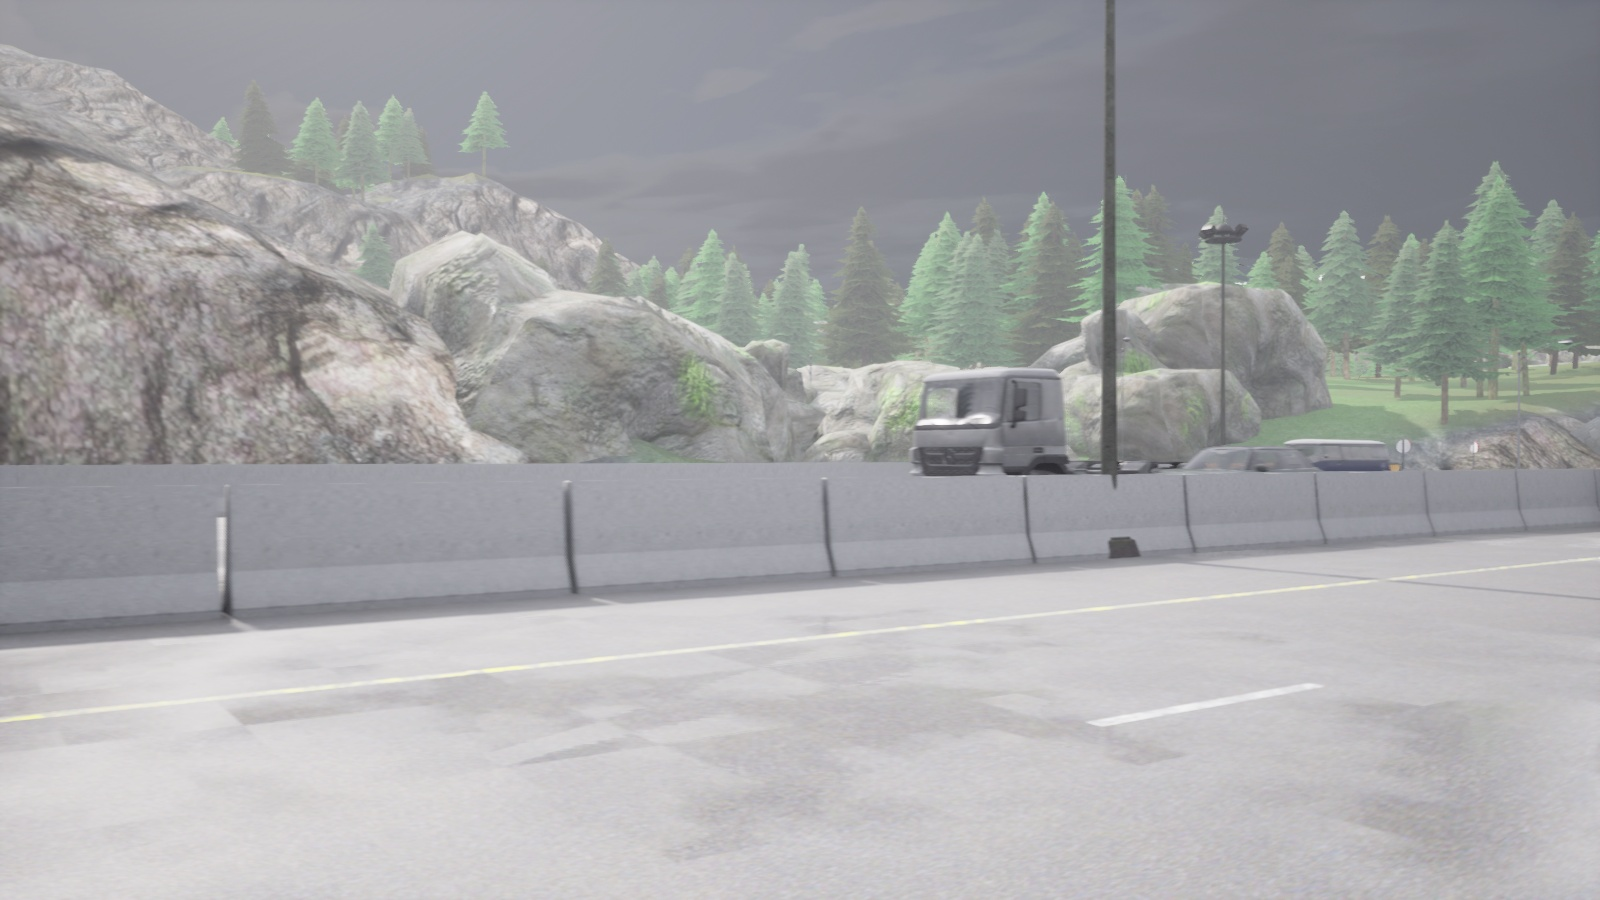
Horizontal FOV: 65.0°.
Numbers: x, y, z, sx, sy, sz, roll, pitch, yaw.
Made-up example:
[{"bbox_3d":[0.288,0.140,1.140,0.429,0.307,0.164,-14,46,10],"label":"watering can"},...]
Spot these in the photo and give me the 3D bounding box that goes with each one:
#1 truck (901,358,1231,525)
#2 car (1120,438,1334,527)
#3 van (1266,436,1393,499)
[{"bbox_3d":[6.372,-0.178,29.419,7.936,3.462,2.891,0,0,-35],"label":"truck"},{"bbox_3d":[9.275,0.650,27.172,4.553,1.767,2.097,0,0,-35],"label":"car"},{"bbox_3d":[17.501,0.563,41.427,4.442,1.987,1.775,0,0,-35],"label":"van"}]
